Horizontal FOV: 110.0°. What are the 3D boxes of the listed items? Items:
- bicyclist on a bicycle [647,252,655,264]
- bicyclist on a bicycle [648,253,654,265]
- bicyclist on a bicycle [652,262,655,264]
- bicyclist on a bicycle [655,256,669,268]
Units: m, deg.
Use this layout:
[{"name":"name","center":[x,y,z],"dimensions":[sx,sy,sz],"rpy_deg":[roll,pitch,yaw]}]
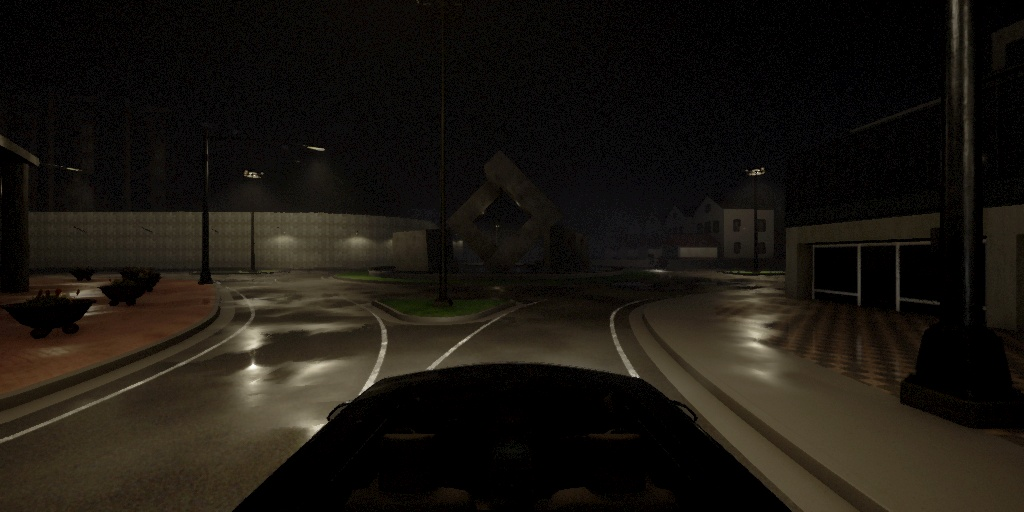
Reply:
[{"name":"bicyclist on a bicycle","center":[21.500,0.352,55.276],"dimensions":[0.582,1.620,1.656],"rpy_deg":[3,-7,38]},{"name":"bicyclist on a bicycle","center":[21.427,0.537,55.195],"dimensions":[0.582,1.620,1.656],"rpy_deg":[-33,-13,32]},{"name":"bicyclist on a bicycle","center":[22.397,1.167,53.603],"dimensions":[1.656,0.582,1.620],"rpy_deg":[-6,-32,-24]},{"name":"bicyclist on a bicycle","center":[22.706,1.161,53.192],"dimensions":[1.656,1.620,0.582],"rpy_deg":[3,42,-29]}]
